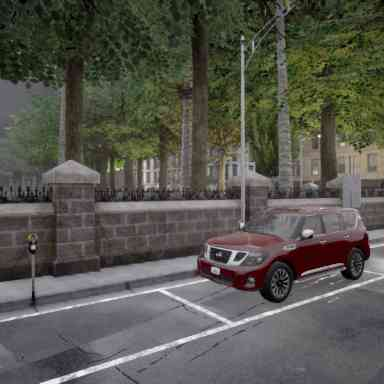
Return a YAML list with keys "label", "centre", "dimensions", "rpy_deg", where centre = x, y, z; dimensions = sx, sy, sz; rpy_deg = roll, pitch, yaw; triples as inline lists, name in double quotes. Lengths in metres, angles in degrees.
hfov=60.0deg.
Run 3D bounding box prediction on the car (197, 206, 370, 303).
- label: "car"
  centre: [2.523, 1.314, 8.391]
  dimensions: [5.009, 1.841, 2.192]
  rpy_deg: [0, 0, -36]
